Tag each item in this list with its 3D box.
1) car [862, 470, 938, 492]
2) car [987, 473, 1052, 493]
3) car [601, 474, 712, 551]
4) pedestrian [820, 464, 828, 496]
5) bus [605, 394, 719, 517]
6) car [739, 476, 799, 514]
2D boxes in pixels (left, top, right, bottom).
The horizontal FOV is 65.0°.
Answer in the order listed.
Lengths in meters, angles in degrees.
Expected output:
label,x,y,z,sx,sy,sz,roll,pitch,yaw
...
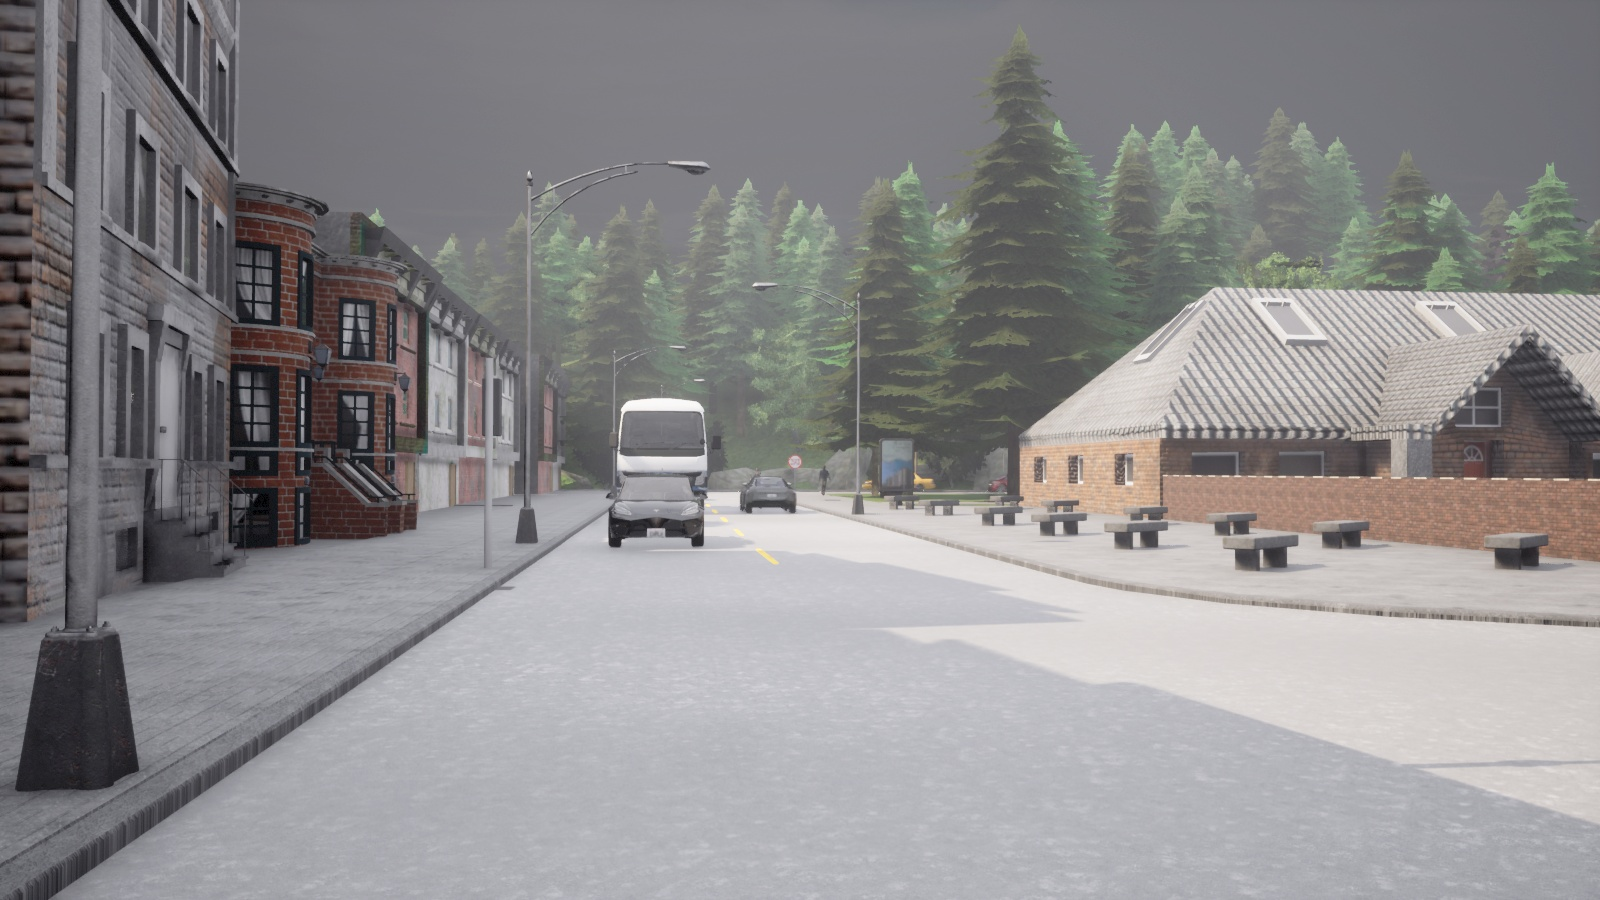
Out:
label,x,y,z,sx,sy,sz,roll,pitch,yaw
car,7.376,2.276,92.646,5.366,1.575,1.801,0,-1,-6
car,15.633,2.315,89.518,4.181,1.385,1.994,0,-1,-6
car,-3.082,1.282,27.195,2.163,1.488,4.792,0,-1,-6
pedestrian,1.422,1.757,73.941,0.370,1.835,0.726,0,-1,-4
bus,-5.334,0.279,48.933,3.944,4.253,10.273,0,-1,-6
car,-1.245,1.693,48.304,1.994,1.385,4.181,0,-1,-6
